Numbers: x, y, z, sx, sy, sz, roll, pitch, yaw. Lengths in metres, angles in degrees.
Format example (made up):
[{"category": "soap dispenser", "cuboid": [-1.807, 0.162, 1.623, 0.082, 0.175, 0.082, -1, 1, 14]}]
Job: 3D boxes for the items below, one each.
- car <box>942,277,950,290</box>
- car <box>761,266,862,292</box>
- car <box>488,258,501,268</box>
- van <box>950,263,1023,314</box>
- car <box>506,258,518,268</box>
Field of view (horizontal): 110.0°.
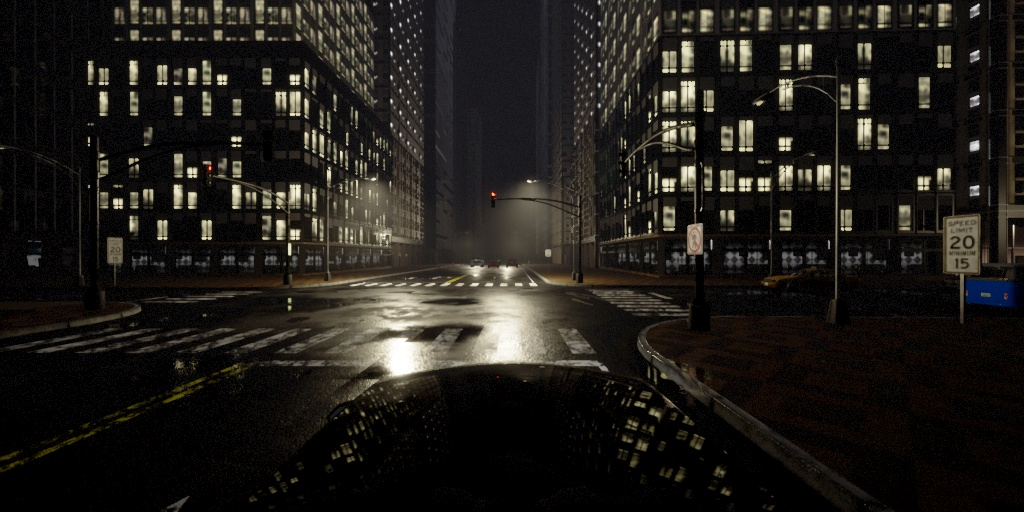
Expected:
[{"category": "car", "cuboid": [26.925, 1.356, 20.117, 4.207, 1.307, 1.802, 0, 0, 2]}, {"category": "car", "cuboid": [17.091, 1.293, 20.603, 4.829, 1.417, 1.751, 0, 0, 2]}, {"category": "car", "cuboid": [-3.240, 1.460, 63.220, 1.895, 1.301, 4.718, 0, 0, 0]}, {"category": "van", "cuboid": [18.360, 1.119, 12.431, 3.998, 1.789, 1.690, 0, 0, 2]}, {"category": "car", "cuboid": [0.010, 1.212, 63.577, 2.097, 1.767, 4.553, 0, 0, 0]}]
